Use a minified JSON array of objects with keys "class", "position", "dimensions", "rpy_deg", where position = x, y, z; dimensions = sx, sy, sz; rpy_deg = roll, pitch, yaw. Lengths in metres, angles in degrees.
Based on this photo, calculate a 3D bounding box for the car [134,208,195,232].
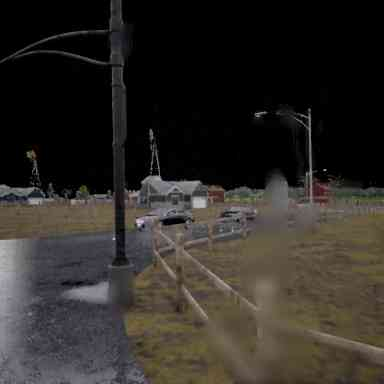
[{"class":"car","position":[-1.779,1.826,22.634],"dimensions":[2.128,1.511,4.902],"rpy_deg":[-2,-2,38]}]

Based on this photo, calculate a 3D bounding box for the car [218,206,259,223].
[{"class":"car","position":[4.526,2.057,31.215],"dimensions":[2.033,1.411,5.357],"rpy_deg":[-2,-2,36]}]

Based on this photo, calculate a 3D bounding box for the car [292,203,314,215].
[{"class":"car","position":[15.352,2.328,45.839],"dimensions":[1.837,1.490,4.892],"rpy_deg":[-2,-3,37]}]
